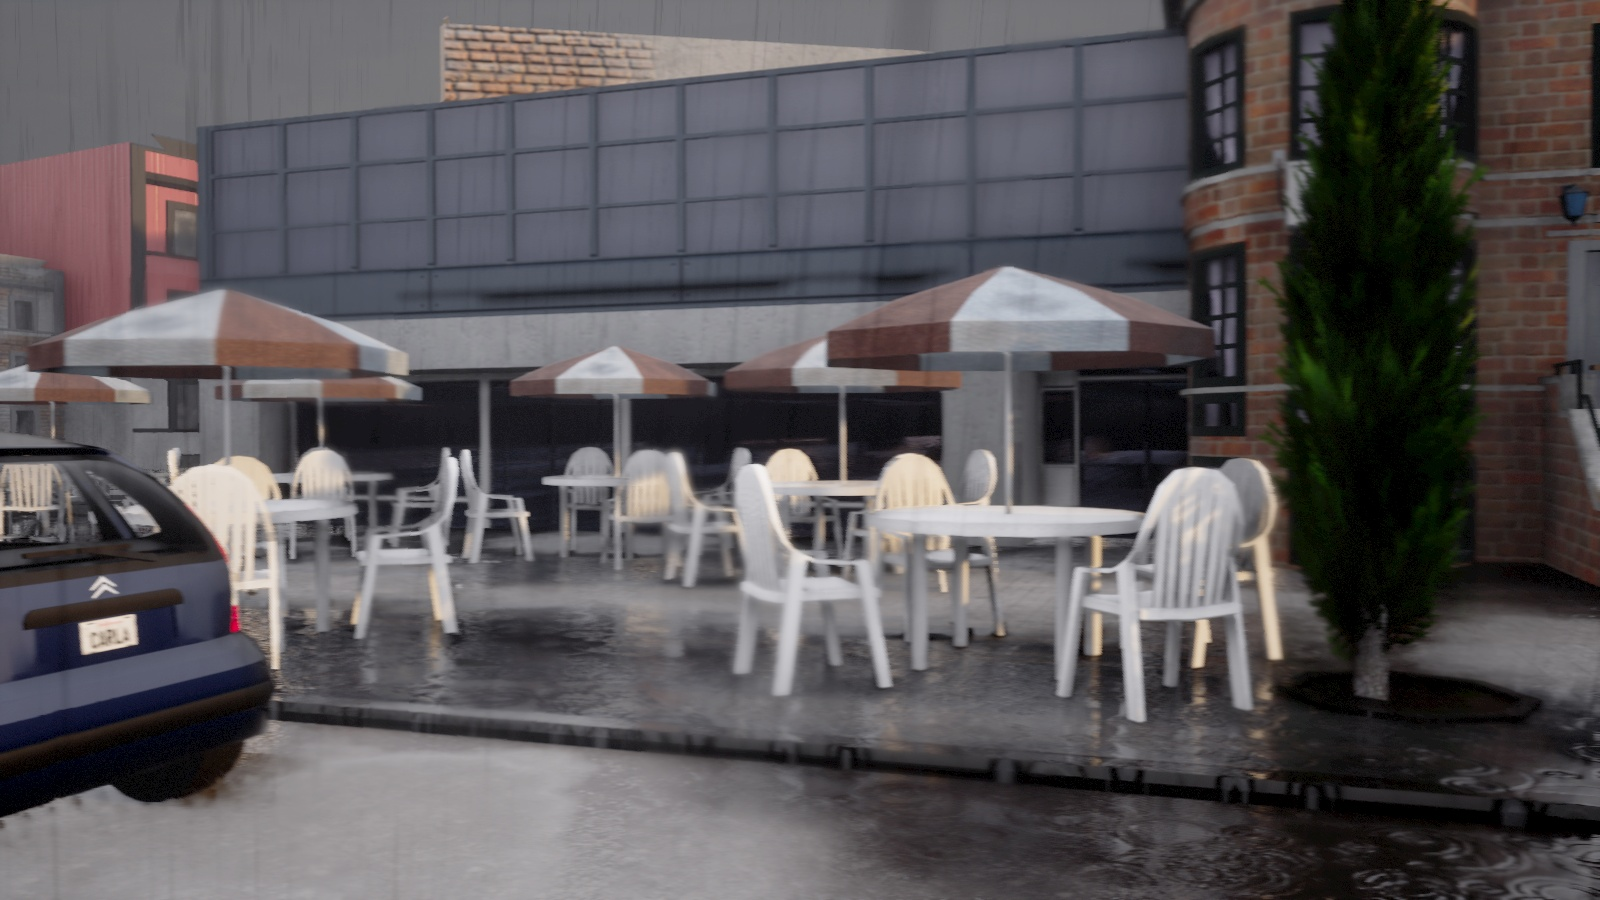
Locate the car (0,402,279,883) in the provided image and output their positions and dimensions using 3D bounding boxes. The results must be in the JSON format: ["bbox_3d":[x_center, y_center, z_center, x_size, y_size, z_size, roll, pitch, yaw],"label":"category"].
[{"bbox_3d":[-4.452,0.624,5.215,3.988,1.617,1.851,1,1,19],"label":"car"}]
